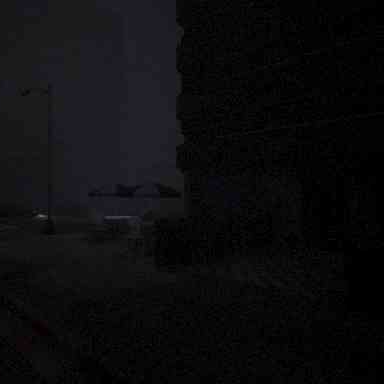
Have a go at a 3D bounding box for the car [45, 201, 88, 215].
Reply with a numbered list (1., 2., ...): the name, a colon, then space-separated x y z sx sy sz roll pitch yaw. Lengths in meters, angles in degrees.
1. car: -12.981 1.619 34.495 1.994 1.385 4.181 0 0 45

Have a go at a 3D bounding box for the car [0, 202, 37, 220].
1. car: -15.259 1.560 26.984 4.892 1.490 1.837 0 1 -43
